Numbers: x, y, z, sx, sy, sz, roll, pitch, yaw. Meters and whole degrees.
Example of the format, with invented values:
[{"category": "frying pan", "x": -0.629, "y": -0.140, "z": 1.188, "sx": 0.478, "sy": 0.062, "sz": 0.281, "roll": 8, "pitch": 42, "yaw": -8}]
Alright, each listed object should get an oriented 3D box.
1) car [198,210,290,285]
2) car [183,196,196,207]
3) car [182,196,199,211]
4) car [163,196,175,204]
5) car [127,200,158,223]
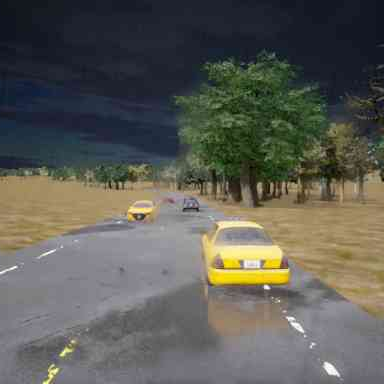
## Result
[{"category": "car", "x": 1.219, "y": 1.448, "z": 9.354, "sx": 1.801, "sy": 1.575, "sz": 5.366, "roll": 0, "pitch": 0, "yaw": 0}, {"category": "car", "x": -0.351, "y": 1.373, "z": 48.788, "sx": 1.812, "sy": 1.442, "sz": 4.674, "roll": 0, "pitch": 0, "yaw": -1}, {"category": "car", "x": -0.142, "y": 1.450, "z": 38.206, "sx": 2.033, "sy": 1.411, "sz": 5.357, "roll": 0, "pitch": 0, "yaw": -1}, {"category": "car", "x": -4.032, "y": 1.398, "z": 57.944, "sx": 1.895, "sy": 1.301, "sz": 4.718, "roll": 0, "pitch": 0, "yaw": -1}, {"category": "car", "x": -3.696, "y": 1.432, "z": 25.640, "sx": 1.882, "sy": 1.535, "sz": 5.008, "roll": 0, "pitch": 0, "yaw": 0}]
